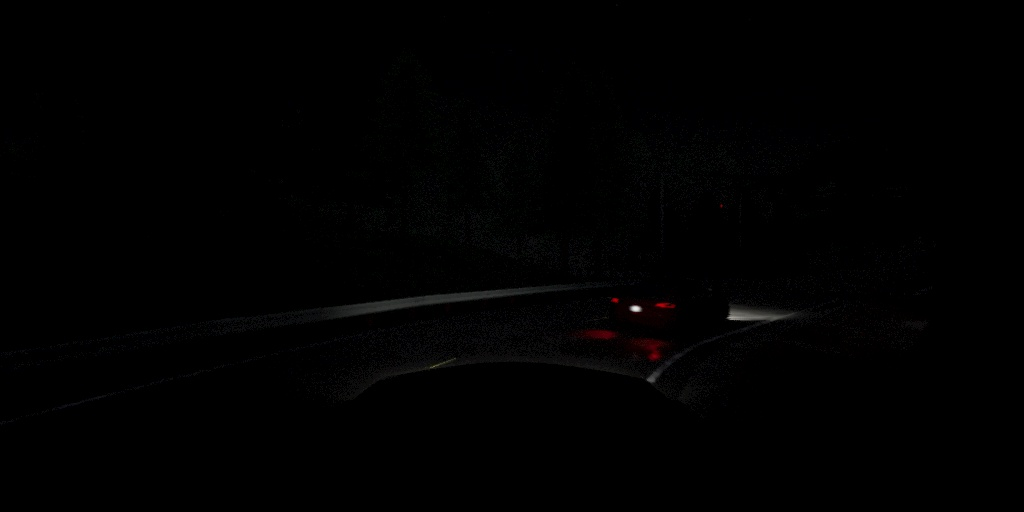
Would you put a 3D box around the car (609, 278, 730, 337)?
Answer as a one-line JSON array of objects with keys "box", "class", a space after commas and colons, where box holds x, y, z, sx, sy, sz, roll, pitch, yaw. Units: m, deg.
[{"box": [4.727, 1.339, 10.598, 4.181, 1.385, 1.994, 0, 0, -40], "class": "car"}]
